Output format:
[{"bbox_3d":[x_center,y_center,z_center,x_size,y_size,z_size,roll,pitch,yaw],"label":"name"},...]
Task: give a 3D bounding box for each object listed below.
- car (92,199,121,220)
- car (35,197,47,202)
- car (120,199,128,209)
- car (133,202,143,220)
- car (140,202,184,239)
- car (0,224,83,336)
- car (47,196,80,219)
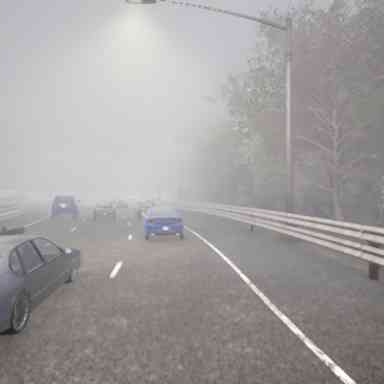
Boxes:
[{"bbox_3d":[-7.698,1.595,29.306,2.128,1.511,4.902,0,0,-15],"label":"car"},{"bbox_3d":[-37.949,1.967,84.148,4.718,1.301,1.895,0,0,41],"label":"car"},{"bbox_3d":[-10.398,1.704,46.595,2.033,1.411,5.357,0,0,-25],"label":"car"},{"bbox_3d":[-3.994,1.577,28.944,2.128,1.511,4.902,0,0,-15],"label":"car"},{"bbox_3d":[-1.611,1.526,17.679,1.882,1.535,5.008,0,0,-9],"label":"car"},{"bbox_3d":[-3.724,1.580,6.610,2.033,1.411,5.357,0,0,-4],"label":"car"},{"bbox_3d":[-11.877,1.350,31.366,2.150,2.045,5.566,0,0,-16],"label":"car"}]
